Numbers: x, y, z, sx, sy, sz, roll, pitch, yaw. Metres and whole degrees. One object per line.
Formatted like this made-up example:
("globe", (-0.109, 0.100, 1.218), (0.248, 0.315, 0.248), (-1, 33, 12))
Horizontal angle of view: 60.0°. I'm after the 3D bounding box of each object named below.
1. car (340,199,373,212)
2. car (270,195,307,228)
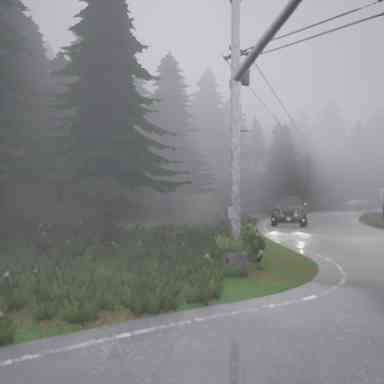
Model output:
("car", (19.804, 1.598, 39.930), (4.674, 1.442, 1.812), (0, 0, -32))
("car", (6.716, 1.261, 23.253), (2.150, 2.045, 5.566), (0, 1, 16))
